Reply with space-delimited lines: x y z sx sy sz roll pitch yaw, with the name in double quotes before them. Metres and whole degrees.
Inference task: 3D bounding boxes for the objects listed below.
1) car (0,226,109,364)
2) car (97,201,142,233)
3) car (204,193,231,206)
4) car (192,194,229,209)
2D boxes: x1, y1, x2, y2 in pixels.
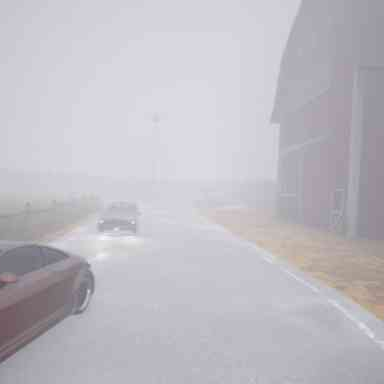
"car" -2.998 1.381 4.520 1.994 1.385 4.181 3 1 9
"car" -3.608 1.191 17.267 2.033 1.411 5.357 2 1 -7
"car" 3.742 1.102 50.009 1.837 1.490 4.892 3 1 -24
"car" 2.165 1.193 39.524 2.033 1.411 5.357 3 1 36
